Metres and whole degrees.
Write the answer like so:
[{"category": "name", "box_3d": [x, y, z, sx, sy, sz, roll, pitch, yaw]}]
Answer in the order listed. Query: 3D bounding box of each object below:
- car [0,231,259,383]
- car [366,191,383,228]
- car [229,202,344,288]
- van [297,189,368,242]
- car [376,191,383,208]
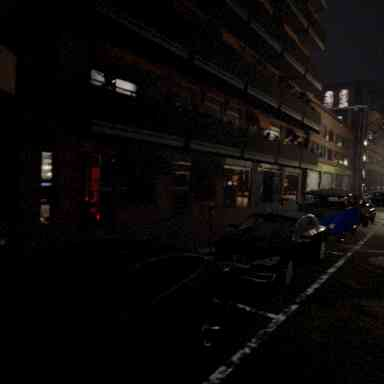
[{"category": "car", "box_3d": [-1.143, 1.298, 3.601, 1.947, 1.339, 4.313, 5, 5, 35]}, {"category": "car", "box_3d": [8.390, 0.858, 17.110, 1.752, 1.417, 4.829, 5, 5, 35]}, {"category": "car", "box_3d": [2.067, 1.148, 8.150, 2.008, 1.369, 4.403, 5, 5, 35]}, {"category": "van", "box_3d": [5.287, 0.805, 12.687, 1.690, 1.788, 3.998, 5, 5, 35]}, {"category": "car", "box_3d": [14.905, 0.611, 26.349, 2.008, 1.369, 4.403, 5, 5, 35]}]
